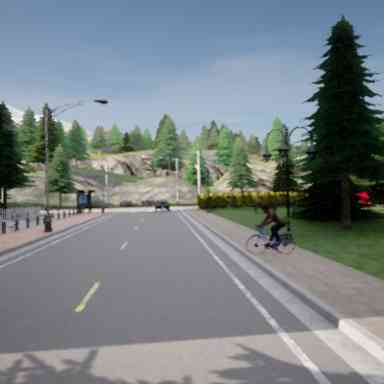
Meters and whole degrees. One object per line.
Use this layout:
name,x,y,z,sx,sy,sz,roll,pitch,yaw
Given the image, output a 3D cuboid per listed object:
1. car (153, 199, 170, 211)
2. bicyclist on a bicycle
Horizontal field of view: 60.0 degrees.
car,-4.019,1.714,44.255,1.837,1.490,4.892,-1,0,-8
bicyclist on a bicycle,2.559,1.266,10.855,1.656,1.620,0.582,-1,0,-5
